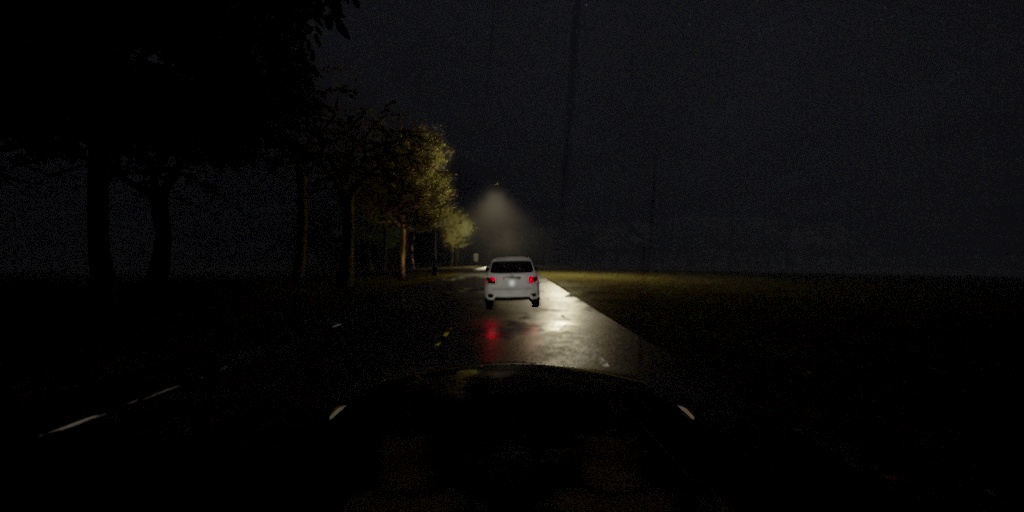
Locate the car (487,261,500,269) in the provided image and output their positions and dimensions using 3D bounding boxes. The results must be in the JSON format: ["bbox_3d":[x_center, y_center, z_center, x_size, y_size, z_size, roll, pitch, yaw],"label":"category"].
[{"bbox_3d":[-3.361,1.648,64.676,2.033,1.411,5.357,0,-1,0],"label":"car"}]

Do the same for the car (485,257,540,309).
[{"bbox_3d":[0.007,1.064,15.826,2.150,2.045,5.566,-1,0,0],"label":"car"}]
